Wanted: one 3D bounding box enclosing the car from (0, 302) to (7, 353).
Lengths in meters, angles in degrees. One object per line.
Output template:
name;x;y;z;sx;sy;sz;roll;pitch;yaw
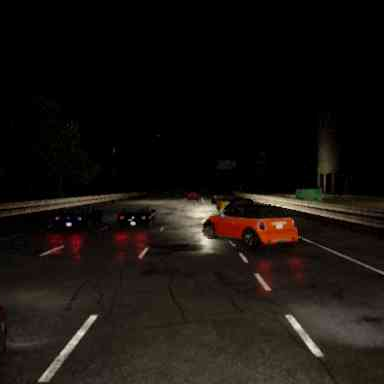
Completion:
car;-3.402;1.345;2.392;2.097;1.767;4.553;0;0;0

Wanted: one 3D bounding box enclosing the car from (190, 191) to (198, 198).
car;0.410;0.599;76.212;1.812;1.442;4.674;0;1;1

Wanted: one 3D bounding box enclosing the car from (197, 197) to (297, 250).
car;2.336;1.306;14.499;2.097;1.767;4.553;0;0;-27

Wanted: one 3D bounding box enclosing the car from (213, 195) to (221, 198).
car;3.555;1.149;35.130;1.801;1.575;5.366;0;1;0

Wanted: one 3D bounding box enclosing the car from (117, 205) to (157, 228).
car;-3.396;1.493;21.461;1.895;1.301;4.718;0;1;0

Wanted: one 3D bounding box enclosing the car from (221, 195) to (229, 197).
car;3.508;1.212;23.938;2.097;1.767;4.553;0;1;0

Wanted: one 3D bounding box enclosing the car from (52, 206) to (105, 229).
car;-6.897;1.500;20.880;1.895;1.301;4.718;0;1;0

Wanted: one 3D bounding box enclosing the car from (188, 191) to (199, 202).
car;0.216;0.891;56.905;1.812;1.442;4.674;0;1;1
